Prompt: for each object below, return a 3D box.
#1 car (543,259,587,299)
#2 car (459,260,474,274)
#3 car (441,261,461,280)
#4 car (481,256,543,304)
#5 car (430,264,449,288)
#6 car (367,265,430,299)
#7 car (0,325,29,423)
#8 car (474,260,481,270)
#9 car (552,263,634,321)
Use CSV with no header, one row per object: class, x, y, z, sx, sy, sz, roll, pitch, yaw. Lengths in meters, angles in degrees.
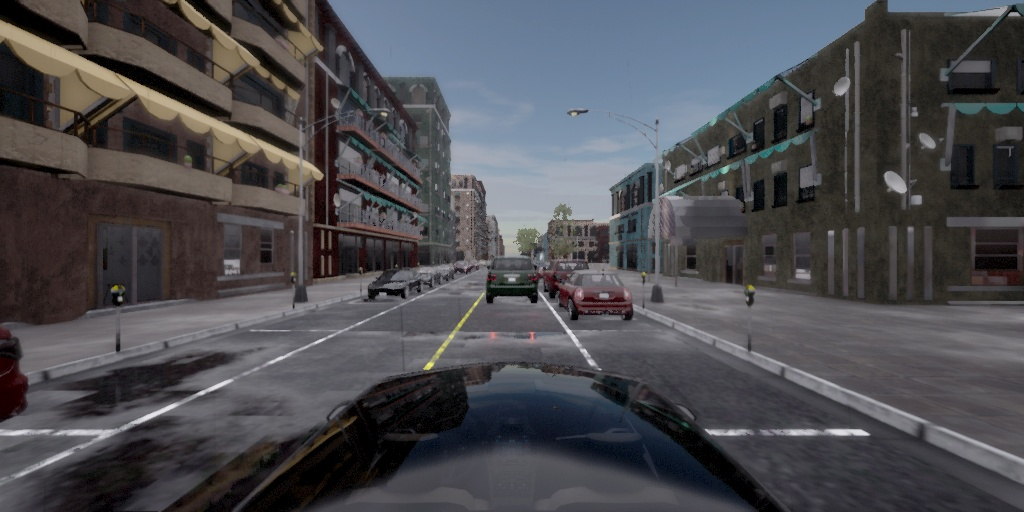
car,2.691,1.062,17.968,2.192,1.841,5.009,0,0,0
car,-5.691,1.206,40.121,1.967,1.591,4.097,0,0,0
car,-5.690,1.303,29.044,2.007,1.370,4.403,0,0,0
car,0.000,1.006,16.531,2.150,2.045,5.566,0,0,0
car,-5.690,1.300,23.506,2.007,1.370,4.403,0,0,0
car,-5.690,1.313,17.968,1.948,1.339,4.313,0,0,0
car,-5.690,1.061,1.348,2.192,1.841,5.009,0,0,0
car,-5.690,1.222,51.200,1.967,1.591,4.097,0,0,0
car,2.690,1.187,12.428,1.967,1.591,4.097,0,0,0
